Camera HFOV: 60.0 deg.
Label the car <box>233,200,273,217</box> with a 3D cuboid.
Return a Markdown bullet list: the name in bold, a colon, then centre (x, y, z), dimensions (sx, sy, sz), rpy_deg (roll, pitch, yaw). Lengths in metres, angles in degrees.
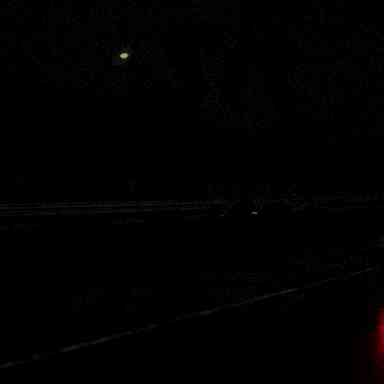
- **car**: centre (5.805, 1.454, 25.111), dimensions (5.008, 1.535, 1.882), rpy_deg (0, 0, -35)

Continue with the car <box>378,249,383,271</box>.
- **car**: centre (6.865, 1.603, 8.568), dimensions (4.718, 1.301, 1.895), rpy_deg (0, 0, -35)

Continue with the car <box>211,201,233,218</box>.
- **car**: centre (3.903, 1.451, 28.050), dimensions (5.008, 1.535, 1.882), rpy_deg (0, 0, -34)

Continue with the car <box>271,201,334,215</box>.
- **car**: centre (7.705, 1.504, 22.171), dimensions (4.674, 1.442, 1.812), rpy_deg (0, 0, -35)
